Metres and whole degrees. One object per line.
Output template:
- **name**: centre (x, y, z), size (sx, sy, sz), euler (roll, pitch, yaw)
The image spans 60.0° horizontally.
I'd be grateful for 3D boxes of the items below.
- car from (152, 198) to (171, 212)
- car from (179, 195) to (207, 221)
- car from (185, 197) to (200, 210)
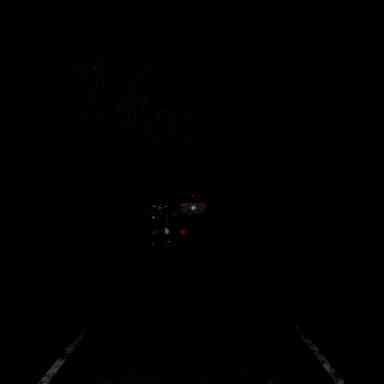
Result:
- **car**: centre (-3.569, 1.522, 39.363), size (1.837, 1.490, 4.892), euler (0, 0, 0)
- **car**: centre (0.111, 1.244, 27.944), size (2.150, 2.045, 5.566), euler (0, 0, 0)
- **car**: centre (0.100, 1.485, 44.287), size (1.882, 1.535, 5.008), euler (0, 0, 0)
